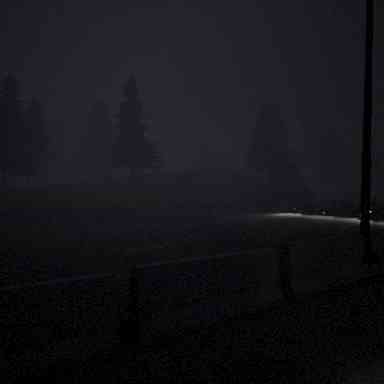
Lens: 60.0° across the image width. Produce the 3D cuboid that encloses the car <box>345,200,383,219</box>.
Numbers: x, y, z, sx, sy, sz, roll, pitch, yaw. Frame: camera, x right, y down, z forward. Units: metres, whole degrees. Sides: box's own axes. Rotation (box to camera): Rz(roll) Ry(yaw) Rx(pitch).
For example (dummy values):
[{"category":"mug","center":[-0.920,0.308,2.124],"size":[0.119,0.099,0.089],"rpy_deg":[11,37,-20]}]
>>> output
[{"category":"car","center":[15.547,1.451,27.941],"size":[5.357,1.411,2.033],"rpy_deg":[-1,0,-35]}]

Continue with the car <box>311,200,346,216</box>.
[{"category":"car","center":[13.851,1.448,31.028],"size":[5.357,1.411,2.033],"rpy_deg":[-1,0,-35]}]

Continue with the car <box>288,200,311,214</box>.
[{"category":"car","center":[11.678,1.466,33.775],"size":[4.181,1.385,1.994],"rpy_deg":[-1,0,-35]}]
